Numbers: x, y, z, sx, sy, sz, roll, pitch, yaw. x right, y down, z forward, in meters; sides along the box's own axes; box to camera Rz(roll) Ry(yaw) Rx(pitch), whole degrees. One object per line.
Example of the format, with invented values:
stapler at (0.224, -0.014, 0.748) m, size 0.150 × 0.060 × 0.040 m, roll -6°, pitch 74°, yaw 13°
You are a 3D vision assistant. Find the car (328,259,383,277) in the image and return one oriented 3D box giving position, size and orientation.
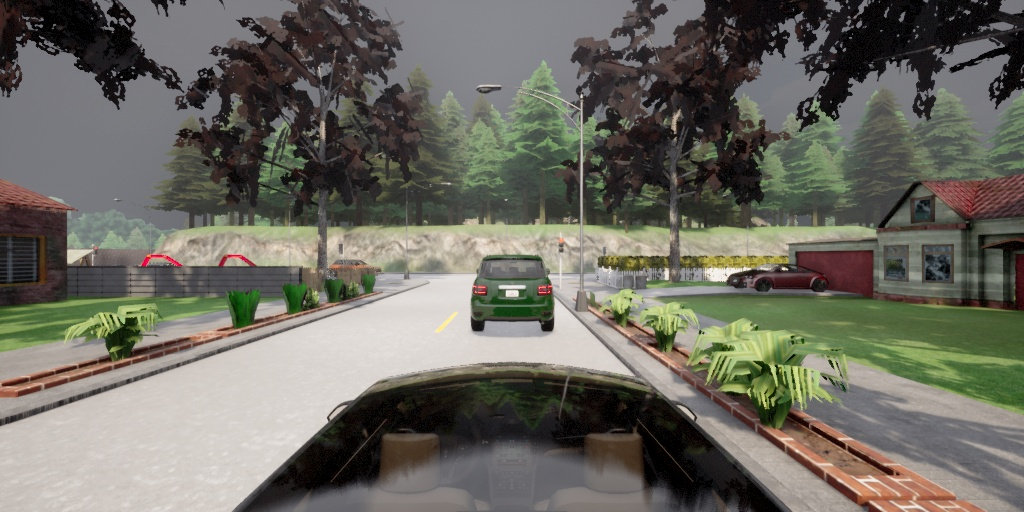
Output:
car at (-14.554, 1.102, 33.565) m, size 4.553 × 1.767 × 2.097 m, roll 0°, pitch 0°, yaw 0°

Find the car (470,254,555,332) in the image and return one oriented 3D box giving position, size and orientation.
car at (0.031, 0.971, 11.067) m, size 2.150 × 2.045 × 5.566 m, roll 0°, pitch 0°, yaw 1°

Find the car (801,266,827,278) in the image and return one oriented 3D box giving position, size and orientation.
car at (34.292, 0.966, 37.691) m, size 5.566 × 2.045 × 2.150 m, roll -1°, pitch 0°, yaw 0°

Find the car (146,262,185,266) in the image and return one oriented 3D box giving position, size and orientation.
car at (-32.137, 1.276, 33.602) m, size 4.674 × 1.442 × 1.812 m, roll 0°, pitch 0°, yaw 0°
